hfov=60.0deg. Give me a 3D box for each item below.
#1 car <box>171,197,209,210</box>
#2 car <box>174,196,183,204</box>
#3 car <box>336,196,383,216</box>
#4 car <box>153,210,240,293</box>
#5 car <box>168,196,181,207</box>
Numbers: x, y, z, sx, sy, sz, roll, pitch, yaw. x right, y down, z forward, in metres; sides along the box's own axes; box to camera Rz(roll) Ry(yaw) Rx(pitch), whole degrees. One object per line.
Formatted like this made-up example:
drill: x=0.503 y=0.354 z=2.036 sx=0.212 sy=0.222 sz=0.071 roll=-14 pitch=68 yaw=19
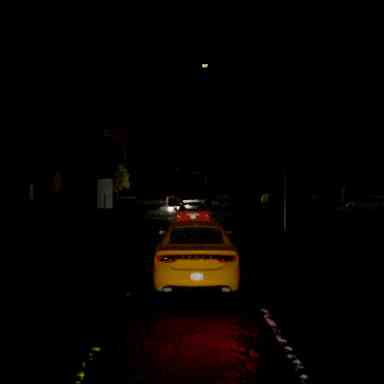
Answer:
car: x=-0.031 y=1.382 z=20.378 sx=2.097 sy=1.767 sz=4.553 roll=0 pitch=0 yaw=-2
car: x=-2.793 y=1.615 z=69.267 sx=1.812 sy=1.442 sz=4.674 roll=0 pitch=0 yaw=0
car: x=18.208 y=1.476 z=35.011 sx=5.566 sy=2.045 sz=2.150 roll=0 pitch=-1 yaw=-1
car: x=0.095 y=1.491 z=8.953 sx=1.882 sy=1.535 sz=5.008 roll=0 pitch=0 yaw=0
car: x=-2.865 y=1.565 z=54.229 sx=2.128 sy=1.511 sz=4.902 roll=0 pitch=0 yaw=0
